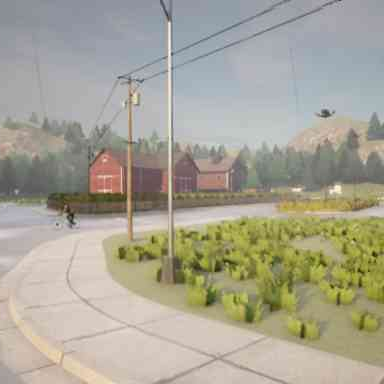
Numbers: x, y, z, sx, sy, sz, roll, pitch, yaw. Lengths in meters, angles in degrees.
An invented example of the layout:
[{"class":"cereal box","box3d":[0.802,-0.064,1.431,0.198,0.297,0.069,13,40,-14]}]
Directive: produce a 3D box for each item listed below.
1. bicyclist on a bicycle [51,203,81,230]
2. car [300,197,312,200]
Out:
[{"class":"bicyclist on a bicycle","box3d":[-7.588,1.476,20.058,1.656,1.620,0.582,0,0,-22]},{"class":"car","box3d":[20.680,1.595,60.161,1.882,1.535,5.008,0,0,35]}]
